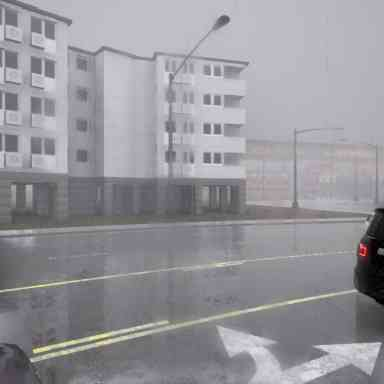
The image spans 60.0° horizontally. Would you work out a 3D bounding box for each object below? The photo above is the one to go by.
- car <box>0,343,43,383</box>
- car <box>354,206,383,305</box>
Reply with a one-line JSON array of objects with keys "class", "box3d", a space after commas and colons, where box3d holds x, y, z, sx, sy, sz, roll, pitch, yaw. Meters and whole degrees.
[{"class": "car", "box3d": [-3.341, 1.547, 1.221, 5.357, 1.411, 2.033, 0, 0, -37]}, {"class": "car", "box3d": [5.671, 1.221, 6.277, 5.566, 2.045, 2.150, 0, 0, -23]}]
